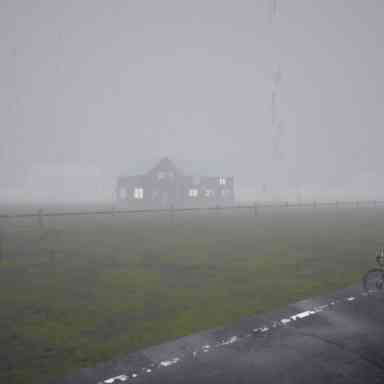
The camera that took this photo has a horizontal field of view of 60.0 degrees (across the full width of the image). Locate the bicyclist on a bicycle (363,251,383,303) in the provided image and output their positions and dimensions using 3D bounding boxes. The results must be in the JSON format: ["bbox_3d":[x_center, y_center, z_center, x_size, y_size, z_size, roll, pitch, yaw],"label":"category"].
[{"bbox_3d":[4.123,1.453,6.424,0.582,1.620,1.656,0,-1,-36],"label":"bicyclist on a bicycle"}]
